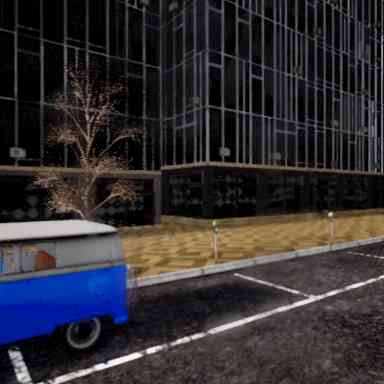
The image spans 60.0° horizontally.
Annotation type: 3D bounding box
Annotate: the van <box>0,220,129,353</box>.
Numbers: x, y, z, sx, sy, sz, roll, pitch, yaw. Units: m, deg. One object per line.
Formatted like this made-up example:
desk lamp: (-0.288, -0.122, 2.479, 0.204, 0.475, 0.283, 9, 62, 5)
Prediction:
van: (-2.864, 1.340, 4.515, 3.998, 1.788, 1.690, 0, 0, -36)
